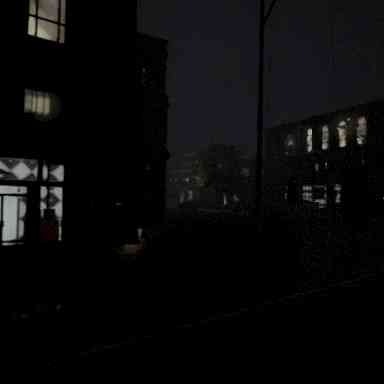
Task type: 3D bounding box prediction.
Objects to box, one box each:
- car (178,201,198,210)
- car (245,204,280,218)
[{"bbox_3d":[-0.689,1.999,50.506,1.887,1.381,4.507,2,-1,-27],"label":"car"},{"bbox_3d":[7.322,1.965,34.995,2.008,1.369,4.403,2,-1,-27],"label":"car"}]
